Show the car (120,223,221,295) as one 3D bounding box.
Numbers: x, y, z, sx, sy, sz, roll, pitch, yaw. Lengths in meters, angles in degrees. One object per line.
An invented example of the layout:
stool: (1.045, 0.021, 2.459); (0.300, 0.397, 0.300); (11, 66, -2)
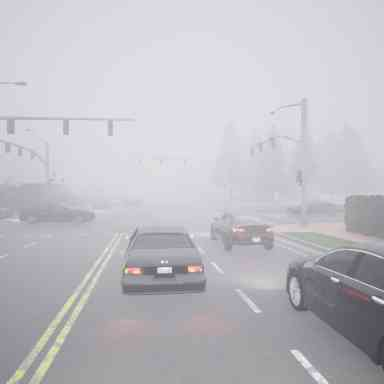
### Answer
car: (-0.834, 1.547, 8.876); (2.033, 1.411, 5.357); (0, 0, -7)

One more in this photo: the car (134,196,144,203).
car: (-11.024, 1.524, 69.598); (1.812, 1.442, 4.674); (0, 0, -6)

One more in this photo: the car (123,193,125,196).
car: (-14.045, 1.218, 64.698); (2.150, 2.045, 5.566); (0, 0, -6)

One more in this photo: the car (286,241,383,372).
car: (2.983, 1.505, 4.942); (1.837, 1.490, 4.892); (0, 0, -5)

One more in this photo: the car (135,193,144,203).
car: (-9.990, 1.478, 59.450); (1.882, 1.535, 5.008); (0, 0, -6)

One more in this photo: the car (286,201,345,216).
car: (12.072, 1.547, 32.487); (5.357, 1.411, 2.033); (0, 0, -5)

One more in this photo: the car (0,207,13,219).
car: (-16.612, 1.564, 26.649); (4.181, 1.385, 1.994); (0, 0, -8)

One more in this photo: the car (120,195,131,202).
car: (-15.309, 1.538, 76.607); (2.033, 1.411, 5.357); (0, 0, -6)

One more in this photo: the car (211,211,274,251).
car: (2.010, 1.526, 14.137); (1.812, 1.442, 4.674); (0, 0, -7)

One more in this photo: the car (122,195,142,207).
car: (-9.016, 1.526, 50.276); (1.812, 1.442, 4.674); (0, 0, -6)

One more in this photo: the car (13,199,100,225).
car: (-9.435, 1.478, 23.464); (5.008, 1.535, 1.882); (0, 0, -5)

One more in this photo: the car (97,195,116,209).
car: (-12.033, 1.491, 44.885); (2.128, 1.511, 4.902); (0, 0, -4)

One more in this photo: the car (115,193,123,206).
car: (-12.939, 1.352, 54.044); (2.097, 1.767, 4.553); (0, 0, -6)
